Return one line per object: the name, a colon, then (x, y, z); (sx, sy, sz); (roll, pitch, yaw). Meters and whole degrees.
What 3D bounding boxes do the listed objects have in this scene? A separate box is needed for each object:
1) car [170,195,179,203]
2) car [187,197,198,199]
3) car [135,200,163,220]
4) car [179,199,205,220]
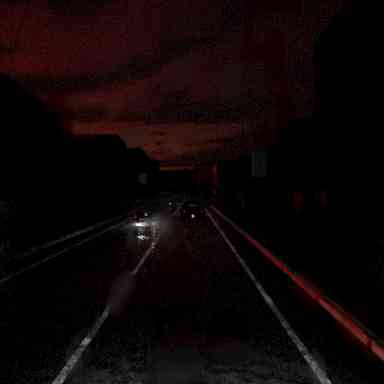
car: (-3.550, 1.420, 68.183); (1.812, 1.442, 4.674); (0, 0, 0)
car: (0.063, 1.403, 42.866); (1.837, 1.490, 4.892); (0, 0, 0)
car: (-3.436, 1.419, 27.250); (2.128, 1.511, 4.902); (0, 0, 0)
car: (0.078, 1.526, 27.460); (1.895, 1.301, 4.718); (0, 0, 0)
